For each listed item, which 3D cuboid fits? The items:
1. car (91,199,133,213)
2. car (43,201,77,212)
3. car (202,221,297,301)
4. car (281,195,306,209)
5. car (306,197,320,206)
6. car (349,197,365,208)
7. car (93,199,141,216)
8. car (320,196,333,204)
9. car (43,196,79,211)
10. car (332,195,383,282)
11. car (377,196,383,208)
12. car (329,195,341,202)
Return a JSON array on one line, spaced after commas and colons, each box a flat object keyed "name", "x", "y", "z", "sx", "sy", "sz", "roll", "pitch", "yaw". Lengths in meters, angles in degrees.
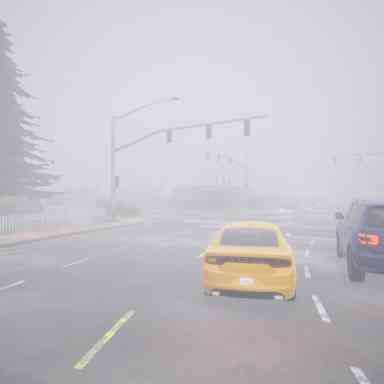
[{"name": "car", "x": -9.226, "y": 1.559, "z": 38.216, "sx": 4.892, "sy": 1.490, "sz": 1.837, "roll": 0, "pitch": 0, "yaw": 32}, {"name": "car", "x": -15.011, "y": 1.580, "z": 37.705, "sx": 4.674, "sy": 1.442, "sz": 1.812, "roll": 0, "pitch": 0, "yaw": 32}, {"name": "car", "x": 1.513, "y": 1.477, "z": 8.484, "sx": 1.882, "sy": 1.535, "sz": 5.008, "roll": 0, "pitch": 0, "yaw": 12}, {"name": "car", "x": 13.550, "y": 1.490, "z": 45.350, "sx": 2.128, "sy": 1.511, "sz": 4.902, "roll": 0, "pitch": 0, "yaw": 32}, {"name": "car", "x": 19.027, "y": 1.524, "z": 54.227, "sx": 1.812, "sy": 1.442, "sz": 4.674, "roll": 0, "pitch": 0, "yaw": 32}, {"name": "car", "x": 24.802, "y": 1.503, "z": 49.912, "sx": 1.837, "sy": 1.490, "sz": 4.892, "roll": 0, "pitch": 0, "yaw": 32}, {"name": "car", "x": -7.172, "y": 1.559, "z": 32.794, "sx": 4.892, "sy": 1.490, "sz": 1.837, "roll": 0, "pitch": 0, "yaw": 34}, {"name": "car", "x": 25.548, "y": 1.551, "z": 64.674, "sx": 1.994, "sy": 1.385, "sz": 4.181, "roll": 0, "pitch": 0, "yaw": 32}, {"name": "car", "x": -16.939, "y": 1.406, "z": 43.044, "sx": 4.553, "sy": 1.767, "sz": 2.097, "roll": 0, "pitch": 0, "yaw": 32}, {"name": "car", "x": 5.479, "y": 1.221, "z": 9.506, "sx": 2.150, "sy": 2.045, "sz": 5.566, "roll": 0, "pitch": 0, "yaw": 19}, {"name": "car", "x": 29.054, "y": 1.475, "z": 50.145, "sx": 1.882, "sy": 1.535, "sz": 5.008, "roll": 0, "pitch": 0, "yaw": 32}, {"name": "car", "x": 33.306, "y": 1.508, "z": 77.283, "sx": 1.812, "sy": 1.442, "sz": 4.674, "roll": 0, "pitch": 0, "yaw": 32}]
